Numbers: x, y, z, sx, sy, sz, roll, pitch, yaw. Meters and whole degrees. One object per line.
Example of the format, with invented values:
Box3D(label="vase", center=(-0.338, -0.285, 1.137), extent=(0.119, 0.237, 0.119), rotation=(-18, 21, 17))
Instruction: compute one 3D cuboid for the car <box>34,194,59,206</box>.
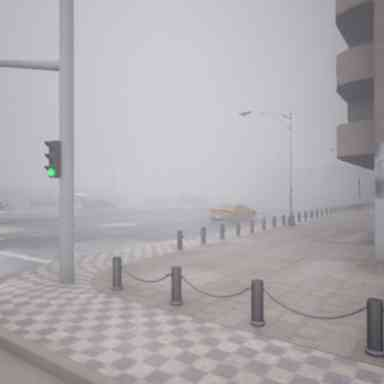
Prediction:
Box3D(label="car", center=(-27.241, 1.407, 64.065), extent=(1.932, 1.855, 4.605), rotation=(0, 0, 36))

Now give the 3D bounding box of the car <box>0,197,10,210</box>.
Box3D(label="car", center=(-27.067, 1.612, 45.378), extent=(1.970, 1.475, 3.806), rotation=(0, 0, 36))

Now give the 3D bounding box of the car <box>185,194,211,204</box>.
Box3D(label="car", center=(1.248, 1.330, 64.991), extent=(1.932, 1.855, 4.605), rotation=(0, 0, 36))

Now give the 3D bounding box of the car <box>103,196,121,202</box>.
Box3D(label="car", center=(-19.289, 1.657, 79.958), extent=(1.970, 1.475, 3.806), rotation=(0, 0, 36))

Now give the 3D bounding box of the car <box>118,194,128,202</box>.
Box3D(label="car", center=(-16.955, 1.408, 78.247), extent=(1.905, 1.878, 3.866), rotation=(0, 0, 36))

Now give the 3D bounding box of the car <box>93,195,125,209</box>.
Box3D(label="car", center=(-13.521, 1.592, 54.200), extent=(1.970, 1.475, 3.806), rotation=(0, 0, 36))

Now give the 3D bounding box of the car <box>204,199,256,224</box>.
Box3D(label="car", center=(3.249, 1.569, 25.815), extent=(1.882, 1.535, 5.008), rotation=(0, 0, 36))

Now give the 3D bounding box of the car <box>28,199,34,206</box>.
Box3D(label="car", center=(-29.546, 1.627, 65.819), extent=(1.784, 1.438, 3.905), rotation=(0, 0, 36))

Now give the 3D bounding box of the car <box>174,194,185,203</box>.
Box3D(label="car", center=(-1.061, 1.343, 66.737), extent=(1.905, 1.878, 3.866), rotation=(0, 0, 36))

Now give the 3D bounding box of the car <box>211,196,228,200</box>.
Box3D(label="car", center=(6.859, 1.744, 87.493), extent=(5.357, 1.411, 2.033), rotation=(0, 0, 37))
